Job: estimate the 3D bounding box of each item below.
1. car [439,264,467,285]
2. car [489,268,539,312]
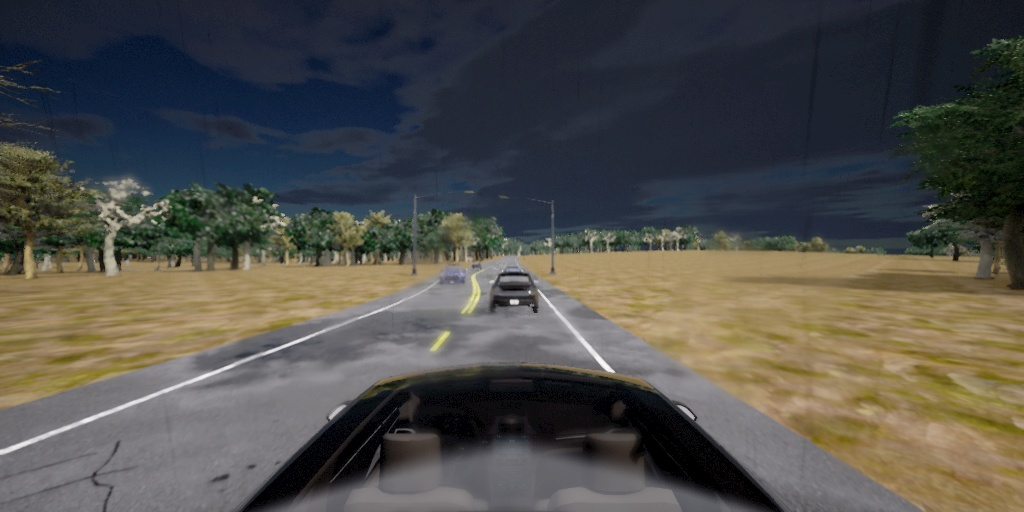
[{"bbox_3d":[-4.917,1.479,30.216,2.097,1.767,4.553,0,-1,-7],"label":"car"},{"bbox_3d":[0.088,1.434,15.213,1.837,1.490,4.892,0,-1,0],"label":"car"}]
